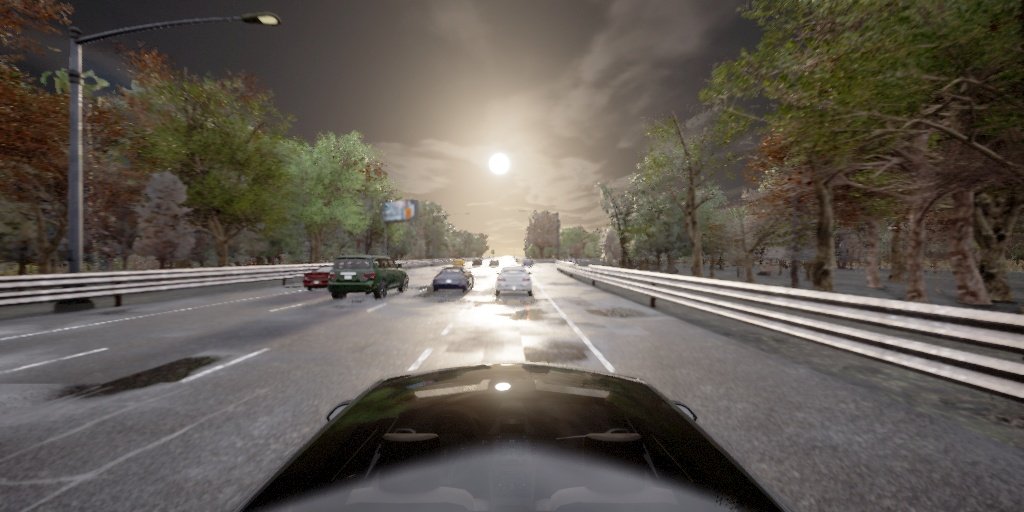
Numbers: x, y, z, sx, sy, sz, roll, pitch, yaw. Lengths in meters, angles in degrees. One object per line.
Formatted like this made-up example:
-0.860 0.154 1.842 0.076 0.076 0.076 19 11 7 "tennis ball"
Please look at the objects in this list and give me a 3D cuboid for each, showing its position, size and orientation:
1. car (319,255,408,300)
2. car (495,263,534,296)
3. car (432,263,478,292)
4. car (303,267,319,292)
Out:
-6.906 0.983 17.777 2.150 2.045 5.566 0 0 0 "car"
0.097 1.288 19.466 1.812 1.442 4.674 0 0 0 "car"
-3.407 1.327 21.371 1.994 1.385 4.181 0 0 0 "car"
-10.409 1.240 21.541 1.882 1.535 5.008 0 0 0 "car"
